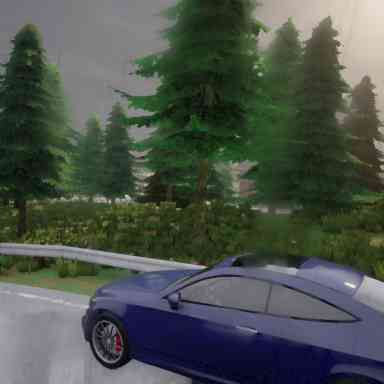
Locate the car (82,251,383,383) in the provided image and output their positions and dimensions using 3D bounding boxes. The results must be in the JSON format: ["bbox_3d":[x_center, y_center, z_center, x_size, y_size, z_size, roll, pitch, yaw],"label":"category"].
[{"bbox_3d":[0.735,1.499,4.111,4.674,1.442,1.812,1,1,31],"label":"car"}]
